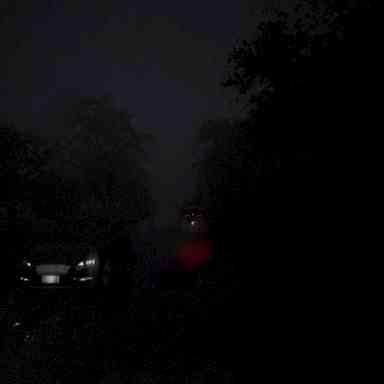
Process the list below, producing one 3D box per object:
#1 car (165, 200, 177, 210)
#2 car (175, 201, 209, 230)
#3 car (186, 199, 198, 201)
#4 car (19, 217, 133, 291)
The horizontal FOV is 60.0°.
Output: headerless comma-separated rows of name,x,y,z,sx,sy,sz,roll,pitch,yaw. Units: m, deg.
car,-3.019,1.928,50.757,1.882,1.535,5.008,0,-1,0
car,0.065,1.554,21.494,1.837,1.490,4.892,0,0,0
car,-0.013,1.595,39.447,2.097,1.767,4.553,0,-1,0
car,-2.858,1.499,9.178,2.128,1.511,4.902,0,0,0
